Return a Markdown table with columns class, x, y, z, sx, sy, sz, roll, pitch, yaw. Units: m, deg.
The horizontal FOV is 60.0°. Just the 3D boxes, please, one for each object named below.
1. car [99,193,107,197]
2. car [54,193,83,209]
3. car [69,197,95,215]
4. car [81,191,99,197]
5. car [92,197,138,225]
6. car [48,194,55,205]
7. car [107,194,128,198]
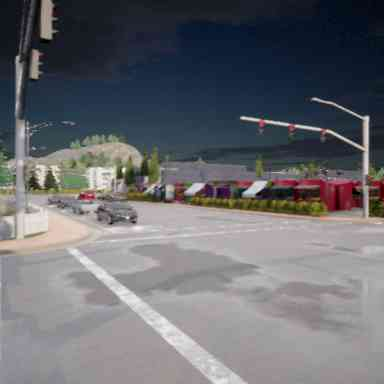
| class | x | y | z | sx | sy | sz | roll | pitch | yaw |
| --- | --- | --- | --- | --- | --- | --- | --- | --- | --- |
| car | -17.161 | 1.026 | 65.197 | 1.837 | 1.490 | 4.892 | 0 | 0 | -30 |
| car | -14.795 | 1.216 | 39.712 | 1.837 | 1.490 | 4.892 | 0 | 0 | -30 |
| car | -9.863 | 1.393 | 31.140 | 1.895 | 1.301 | 4.718 | 0 | 0 | -30 |
| car | -19.852 | 0.748 | 62.946 | 2.150 | 2.045 | 5.566 | 0 | 0 | -30 |
| car | -5.253 | 1.373 | 23.134 | 1.837 | 1.490 | 4.892 | 0 | 0 | -29 |
| car | -19.841 | 1.133 | 48.538 | 1.837 | 1.490 | 4.892 | 0 | 0 | -29 |
| car | -12.524 | 1.089 | 57.201 | 2.128 | 1.511 | 4.902 | 0 | 0 | -30 |
